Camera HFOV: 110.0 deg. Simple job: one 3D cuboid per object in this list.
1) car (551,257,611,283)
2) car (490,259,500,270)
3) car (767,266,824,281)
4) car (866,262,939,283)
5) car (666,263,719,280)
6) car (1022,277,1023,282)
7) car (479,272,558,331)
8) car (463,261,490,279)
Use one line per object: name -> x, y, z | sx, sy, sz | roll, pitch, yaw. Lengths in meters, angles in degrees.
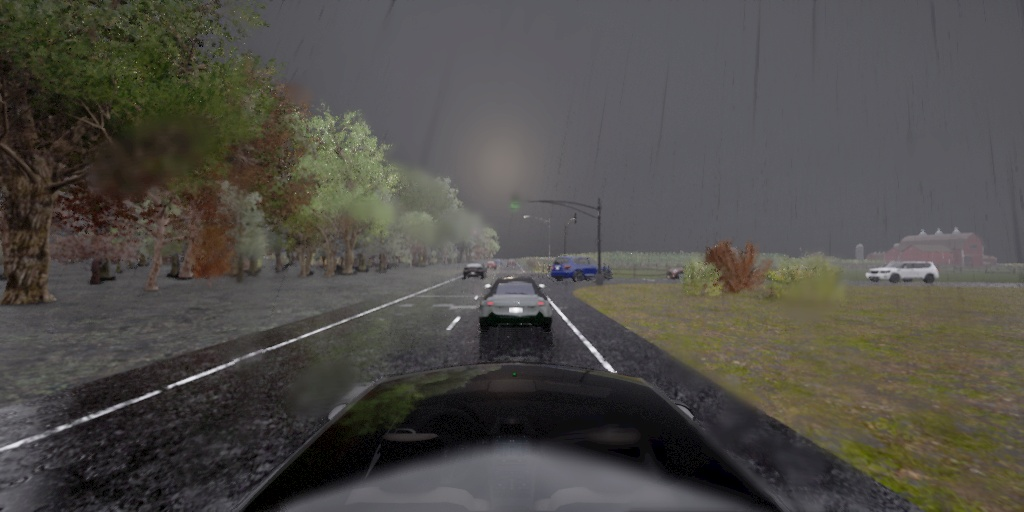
car -> 5.748, 1.101, 29.497 | 5.566, 2.045, 2.150 | 1, -3, -36
car -> -3.489, 1.498, 59.942 | 1.812, 1.442, 4.674 | 0, 0, 0
car -> 27.680, 1.710, 35.108 | 5.008, 1.535, 1.882 | 1, -1, 0
car -> 38.127, 1.564, 35.077 | 5.566, 2.045, 2.150 | 0, -1, 0
car -> 17.603, 1.476, 35.186 | 4.553, 1.767, 2.097 | 1, -1, 1
car -> 53.491, 2.111, 34.926 | 5.357, 1.411, 2.033 | 1, -1, 0
car -> 0.090, 1.352, 11.132 | 1.994, 1.385, 4.181 | 0, 0, 0
car -> -3.441, 1.355, 33.951 | 1.882, 1.535, 5.008 | 0, 0, 0
